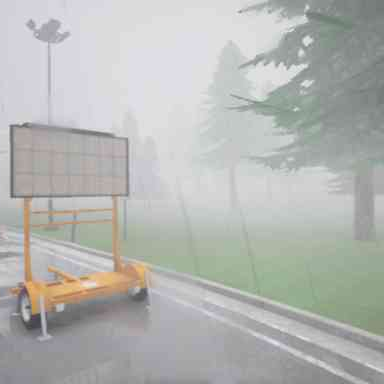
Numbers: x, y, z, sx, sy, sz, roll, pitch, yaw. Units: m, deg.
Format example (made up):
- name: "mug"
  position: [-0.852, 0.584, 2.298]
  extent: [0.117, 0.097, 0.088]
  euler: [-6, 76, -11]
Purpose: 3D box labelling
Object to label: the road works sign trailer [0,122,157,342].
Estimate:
- name: "road works sign trailer"
  position: [-2.471, 0.505, 6.856]
  extent: [2.380, 3.560, 2.880]
  euler: [0, 0, -42]
